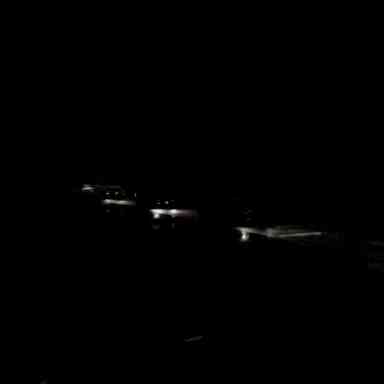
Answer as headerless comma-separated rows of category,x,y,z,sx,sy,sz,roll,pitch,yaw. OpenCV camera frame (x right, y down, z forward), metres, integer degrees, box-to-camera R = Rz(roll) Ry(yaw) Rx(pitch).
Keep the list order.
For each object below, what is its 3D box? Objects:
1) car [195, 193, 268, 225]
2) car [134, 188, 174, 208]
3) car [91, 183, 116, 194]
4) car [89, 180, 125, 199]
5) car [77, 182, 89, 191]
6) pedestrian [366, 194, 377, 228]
car,2.135,0.884,19.067,1.882,1.535,5.008,1,2,-33
car,-3.186,0.469,27.484,1.837,1.490,4.892,2,2,-32
car,-13.146,-0.534,49.293,2.128,1.511,4.902,2,2,-32
car,-9.374,-0.332,37.341,2.150,2.045,5.566,2,1,-32
car,-18.695,-1.005,58.088,2.128,1.511,4.902,2,2,-32
pedestrian,9.972,1.042,18.520,0.375,1.860,0.375,5,-3,-32
